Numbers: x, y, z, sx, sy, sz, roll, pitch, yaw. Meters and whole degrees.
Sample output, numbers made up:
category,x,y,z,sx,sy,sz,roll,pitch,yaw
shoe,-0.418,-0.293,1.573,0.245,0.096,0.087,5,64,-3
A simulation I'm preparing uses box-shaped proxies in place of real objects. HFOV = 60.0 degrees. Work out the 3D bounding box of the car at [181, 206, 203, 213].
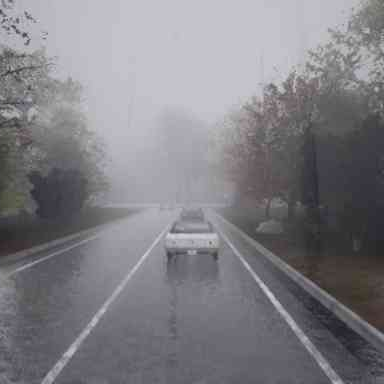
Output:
category,x,y,z,sx,sy,sz,roll,pitch,yaw
car,0.039,1.879,28.240,1.895,1.301,4.718,0,-1,0

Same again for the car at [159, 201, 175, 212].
category,x,y,z,sx,sy,sz,roll,pitch,yaw
car,-3.482,1.948,46.551,2.128,1.511,4.902,0,-1,0

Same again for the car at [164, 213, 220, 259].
category,x,y,z,sx,sy,sz,roll,pitch,yaw
car,0.027,1.733,13.241,1.895,1.301,4.718,0,-1,0
